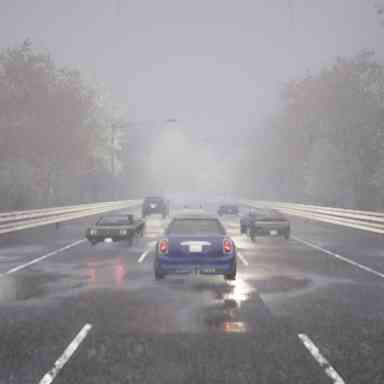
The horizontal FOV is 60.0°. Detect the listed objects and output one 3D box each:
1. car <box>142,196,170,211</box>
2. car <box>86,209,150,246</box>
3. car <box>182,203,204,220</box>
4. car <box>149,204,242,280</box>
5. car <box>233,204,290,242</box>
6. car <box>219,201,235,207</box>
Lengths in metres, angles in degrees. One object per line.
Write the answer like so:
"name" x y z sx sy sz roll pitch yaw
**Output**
"car" -3.397 1.382 31.745 2.150 2.045 5.566 0 0 0
"car" -3.399 1.684 15.794 1.895 1.301 4.718 0 0 0
"car" 0.102 1.759 31.200 1.895 1.301 4.718 0 0 0
"car" 0.093 1.407 10.245 2.097 1.767 4.553 0 0 0
"car" 3.600 1.582 17.072 2.128 1.511 4.902 0 0 0
"car" 3.602 1.650 34.262 1.882 1.535 5.008 0 0 0
